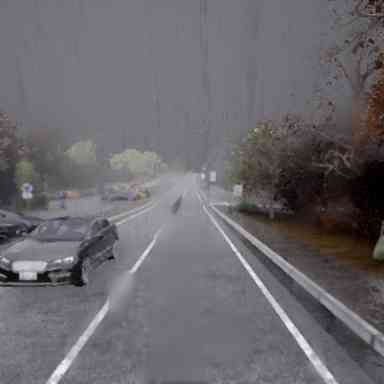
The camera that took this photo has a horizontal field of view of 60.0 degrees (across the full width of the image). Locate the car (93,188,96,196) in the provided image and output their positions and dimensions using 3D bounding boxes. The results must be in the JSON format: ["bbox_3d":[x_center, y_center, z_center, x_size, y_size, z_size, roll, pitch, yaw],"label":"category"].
[{"bbox_3d":[-23.115,0.243,69.297,5.008,1.535,2.097,0,2,0],"label":"car"}]

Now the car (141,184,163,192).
[{"bbox_3d":[-10.002,-0.302,80.528,4.553,1.767,2.185,0,3,0],"label":"car"}]

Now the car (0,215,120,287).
[{"bbox_3d":[-3.314,1.427,9.202,2.128,1.511,4.902,0,0,0],"label":"car"}]

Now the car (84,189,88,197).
[{"bbox_3d":[-23.126,0.430,63.719,4.792,1.488,2.163,0,1,0],"label":"car"}]

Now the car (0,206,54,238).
[{"bbox_3d":[-10.046,1.506,17.300,4.792,1.488,2.163,0,0,0],"label":"car"}]

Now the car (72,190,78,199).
[{"bbox_3d":[-23.375,0.508,58.270,5.366,1.575,1.946,0,1,0],"label":"car"}]

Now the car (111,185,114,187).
[{"bbox_3d":[-23.040,-0.302,83.229,5.008,1.535,2.097,0,3,0],"label":"car"}]

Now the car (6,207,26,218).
[{"bbox_3d":[-10.095,1.481,14.524,5.008,1.535,2.097,0,0,0],"label":"car"}]

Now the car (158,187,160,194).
[{"bbox_3d":[-9.994,0.180,72.185,4.792,1.488,2.163,0,2,0],"label":"car"}]

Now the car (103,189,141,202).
[{"bbox_3d":[-10.149,0.671,47.109,4.792,1.488,2.163,0,1,0],"label":"car"}]

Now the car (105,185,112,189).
[{"bbox_3d":[-22.866,-0.179,80.441,5.366,1.575,1.946,0,2,0],"label":"car"}]

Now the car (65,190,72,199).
[{"bbox_3d":[-23.235,0.582,55.477,4.792,1.488,2.163,0,1,0],"label":"car"}]

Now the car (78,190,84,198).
[{"bbox_3d":[-23.357,0.456,61.064,5.366,1.575,1.946,0,1,0],"label":"car"}]

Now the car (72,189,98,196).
[{"bbox_3d":[-23.097,0.148,72.214,4.892,1.521,2.231,0,2,0],"label":"car"}]

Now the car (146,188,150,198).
[{"bbox_3d":[-10.121,0.558,55.457,5.008,1.535,2.097,0,1,0],"label":"car"}]

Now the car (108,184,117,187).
[{"bbox_3d":[-23.045,-0.687,86.002,5.566,2.045,2.435,0,3,0],"label":"car"}]

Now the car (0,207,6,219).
[{"bbox_3d":[-10.133,1.234,11.747,5.566,2.045,2.435,0,0,0],"label":"car"}]

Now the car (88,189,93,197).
[{"bbox_3d":[-23.133,0.325,66.509,5.008,1.535,2.097,0,2,0],"label":"car"}]

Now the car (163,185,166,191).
[{"bbox_3d":[-9.930,-0.439,86.103,5.008,1.535,2.097,0,3,0],"label":"car"}]

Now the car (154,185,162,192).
[{"bbox_3d":[-10.019,-0.184,77.750,4.553,1.767,2.185,0,2,0],"label":"car"}]

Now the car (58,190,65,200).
[{"bbox_3d":[-23.227,0.627,52.565,4.674,1.452,2.002,0,1,0],"label":"car"}]

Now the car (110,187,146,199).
[{"bbox_3d":[-10.175,0.465,52.677,4.553,1.767,2.185,0,1,0],"label":"car"}]

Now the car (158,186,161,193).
[{"bbox_3d":[-10.035,0.080,74.971,4.792,1.488,2.163,0,2,0],"label":"car"}]

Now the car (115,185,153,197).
[{"bbox_3d":[-10.138,0.264,58.247,5.566,2.045,2.435,0,1,0],"label":"car"}]

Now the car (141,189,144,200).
[{"bbox_3d":[-10.190,0.646,49.893,4.792,1.488,2.163,0,1,0],"label":"car"}]

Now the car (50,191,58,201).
[{"bbox_3d":[-23.244,0.652,49.780,4.674,1.452,2.002,0,1,0],"label":"car"}]

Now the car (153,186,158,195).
[{"bbox_3d":[-10.009,0.118,69.394,4.553,1.767,2.185,0,2,0],"label":"car"}]

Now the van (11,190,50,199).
[{"bbox_3d":[-23.132,0.413,47.104,4.442,1.987,1.878,1,1,0],"label":"van"}]

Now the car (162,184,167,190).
[{"bbox_3d":[-9.914,-0.582,88.889,5.008,1.535,2.097,0,3,0],"label":"car"}]

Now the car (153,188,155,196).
[{"bbox_3d":[-10.046,0.432,63.819,4.792,1.488,2.163,0,2,0],"label":"car"}]
